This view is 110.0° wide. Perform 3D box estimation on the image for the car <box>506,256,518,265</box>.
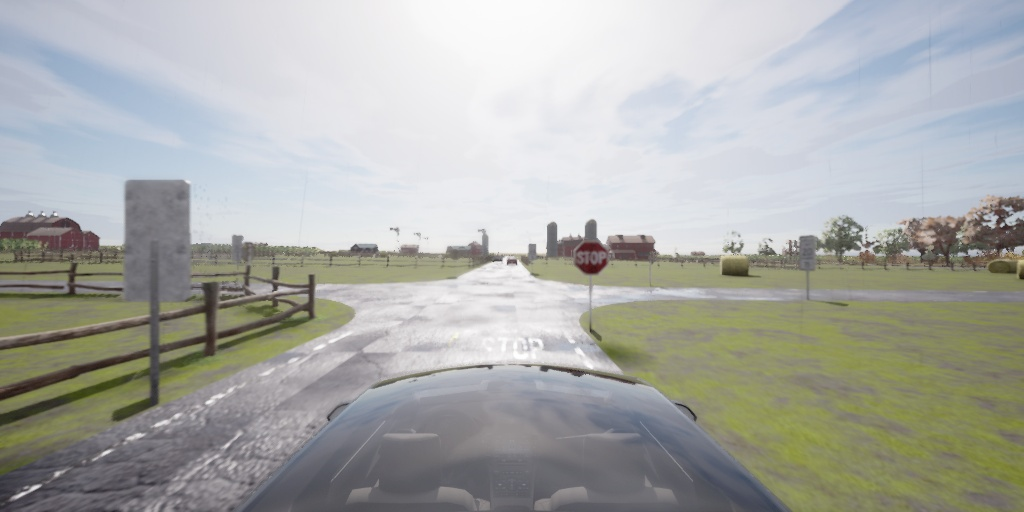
[{"bbox_3d":[0.011,0.820,64.302,1.882,1.535,5.008,0,0,0],"label":"car"}]
